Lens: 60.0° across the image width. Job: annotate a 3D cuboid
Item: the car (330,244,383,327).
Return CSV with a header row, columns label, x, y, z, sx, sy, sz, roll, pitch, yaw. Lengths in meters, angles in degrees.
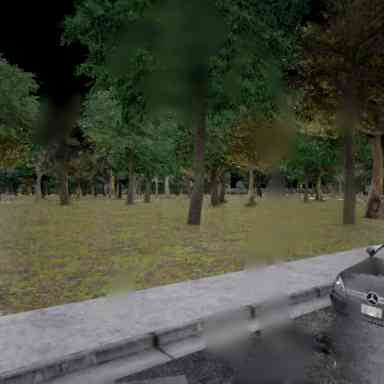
label,x,y,z,sx,sy,sz,roll,pitch,yaw
car,4.586,1.526,6.344,4.674,1.442,1.812,0,0,-36
